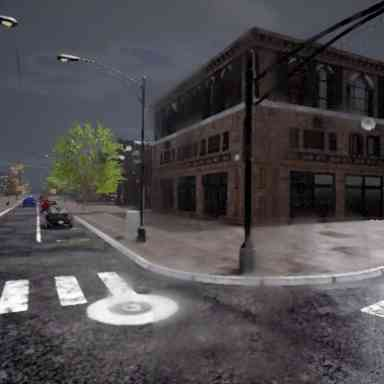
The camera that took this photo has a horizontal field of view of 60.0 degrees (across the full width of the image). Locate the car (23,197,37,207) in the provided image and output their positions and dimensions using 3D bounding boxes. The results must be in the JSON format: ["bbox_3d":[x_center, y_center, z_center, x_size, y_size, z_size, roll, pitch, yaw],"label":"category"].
[{"bbox_3d":[-26.037,1.595,53.485,1.882,1.535,5.008,1,-1,-25],"label":"car"}]

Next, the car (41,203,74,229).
[{"bbox_3d":[-8.978,1.655,22.474,2.008,1.369,4.403,1,-1,-25],"label":"car"}]

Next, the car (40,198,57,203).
[{"bbox_3d":[-16.318,1.676,38.313,1.887,1.381,4.507,1,-1,-25],"label":"car"}]

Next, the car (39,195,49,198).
[{"bbox_3d":[-25.579,1.746,58.383,1.802,1.307,4.206,1,-1,-25],"label":"car"}]
